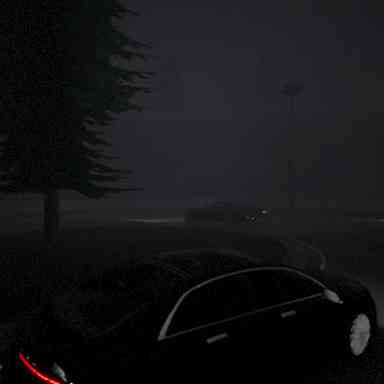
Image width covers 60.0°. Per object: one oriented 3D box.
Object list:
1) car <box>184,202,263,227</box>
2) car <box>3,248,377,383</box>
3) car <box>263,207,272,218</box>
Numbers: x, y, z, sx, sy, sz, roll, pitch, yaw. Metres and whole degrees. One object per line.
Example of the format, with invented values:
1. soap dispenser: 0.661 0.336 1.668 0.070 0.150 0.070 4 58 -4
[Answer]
1. car: 1.697 1.395 21.569 4.902 1.511 2.128 0 0 35
2. car: 0.457 1.488 4.154 4.892 1.490 1.837 -1 1 -37
3. car: 3.228 1.429 25.038 5.357 1.411 2.033 0 0 28
